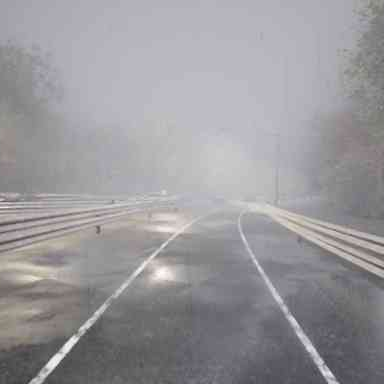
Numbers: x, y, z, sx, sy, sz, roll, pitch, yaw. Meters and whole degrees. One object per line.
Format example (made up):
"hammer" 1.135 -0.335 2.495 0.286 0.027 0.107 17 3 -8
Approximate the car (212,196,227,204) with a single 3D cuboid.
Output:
"car" 6.159 1.704 72.655 1.882 1.535 5.008 2 0 28

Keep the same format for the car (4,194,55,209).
"car" -15.361 1.011 31.709 1.837 1.490 4.892 2 0 28

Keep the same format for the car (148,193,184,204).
"car" -3.863 1.134 46.051 2.150 2.045 5.566 2 0 28

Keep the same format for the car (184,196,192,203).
"car" -1.605 1.510 65.408 1.994 1.385 4.181 2 0 28

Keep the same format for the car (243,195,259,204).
"car" 13.951 1.728 79.944 2.150 2.045 5.566 2 0 28
